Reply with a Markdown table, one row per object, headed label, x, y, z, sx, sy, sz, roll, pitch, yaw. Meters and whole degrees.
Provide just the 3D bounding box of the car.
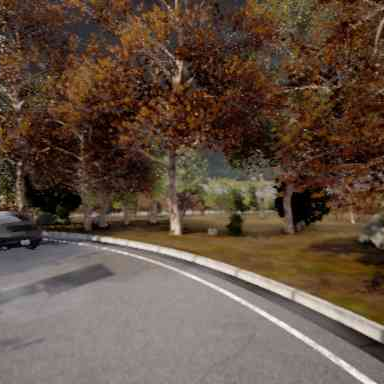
| label | x | y | z | sx | sy | sz | roll | pitch | yaw |
| --- | --- | --- | --- | --- | --- | --- | --- | --- | --- |
| car | -7.814 | 1.518 | 12.927 | 4.892 | 1.490 | 1.837 | 0 | 0 | 34 |
